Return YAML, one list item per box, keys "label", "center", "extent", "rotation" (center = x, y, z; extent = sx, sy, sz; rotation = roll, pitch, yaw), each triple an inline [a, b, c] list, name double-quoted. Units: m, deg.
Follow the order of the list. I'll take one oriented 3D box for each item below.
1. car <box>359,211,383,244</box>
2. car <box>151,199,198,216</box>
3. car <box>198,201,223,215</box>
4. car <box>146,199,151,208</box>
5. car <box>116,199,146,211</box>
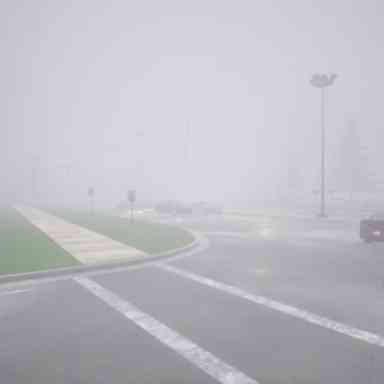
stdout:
- label: "car"
  center: [9.435, 1.509, 14.777]
  extent: [5.008, 1.535, 1.882]
  rotation: [0, 0, -35]
- label: "car"
  center: [-1.835, 1.512, 33.214]
  extent: [1.882, 1.535, 5.008]
  rotation: [0, 0, -35]
- label: "car"
  center: [1.173, 1.642, 35.015]
  extent: [1.895, 1.301, 4.718]
  rotation: [0, 0, -35]
- label: "car"
  center: [-6.580, 1.606, 46.239]
  extent: [1.994, 1.385, 4.181]
  rotation: [0, 0, -34]
- label: "car"
  center: [-7.994, 1.599, 42.107]
  extent: [1.994, 1.385, 4.181]
  rotation: [0, 0, -34]
